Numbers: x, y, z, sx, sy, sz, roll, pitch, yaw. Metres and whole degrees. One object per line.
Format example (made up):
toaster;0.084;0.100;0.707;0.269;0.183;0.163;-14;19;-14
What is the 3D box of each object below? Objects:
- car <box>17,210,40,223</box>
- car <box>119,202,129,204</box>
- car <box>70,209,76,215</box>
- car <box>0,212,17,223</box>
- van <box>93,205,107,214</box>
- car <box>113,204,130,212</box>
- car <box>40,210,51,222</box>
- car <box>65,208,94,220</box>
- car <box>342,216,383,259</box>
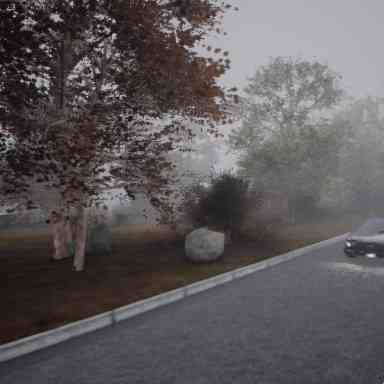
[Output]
car;-21.860;3.025;42.361;4.553;1.767;2.185;-1;-1;40
car;-14.583;3.142;71.388;5.566;2.045;2.435;-1;-1;40
car;-18.309;3.152;46.628;5.008;1.535;2.097;-1;-1;40
car;-23.666;3.151;40.254;5.008;1.535;2.097;-1;-1;40
van;-14.641;2.926;50.799;4.442;1.987;1.878;-1;-1;40
car;-11.173;3.185;55.134;4.792;1.488;2.163;-1;-1;40
car;-20.095;3.192;44.504;4.674;1.452;2.002;-1;-1;40
car;-16.517;3.193;48.751;4.674;1.452;2.002;-1;-1;40
car;7.365;1.631;12.574;2.033;1.411;5.357;-1;-1;40
